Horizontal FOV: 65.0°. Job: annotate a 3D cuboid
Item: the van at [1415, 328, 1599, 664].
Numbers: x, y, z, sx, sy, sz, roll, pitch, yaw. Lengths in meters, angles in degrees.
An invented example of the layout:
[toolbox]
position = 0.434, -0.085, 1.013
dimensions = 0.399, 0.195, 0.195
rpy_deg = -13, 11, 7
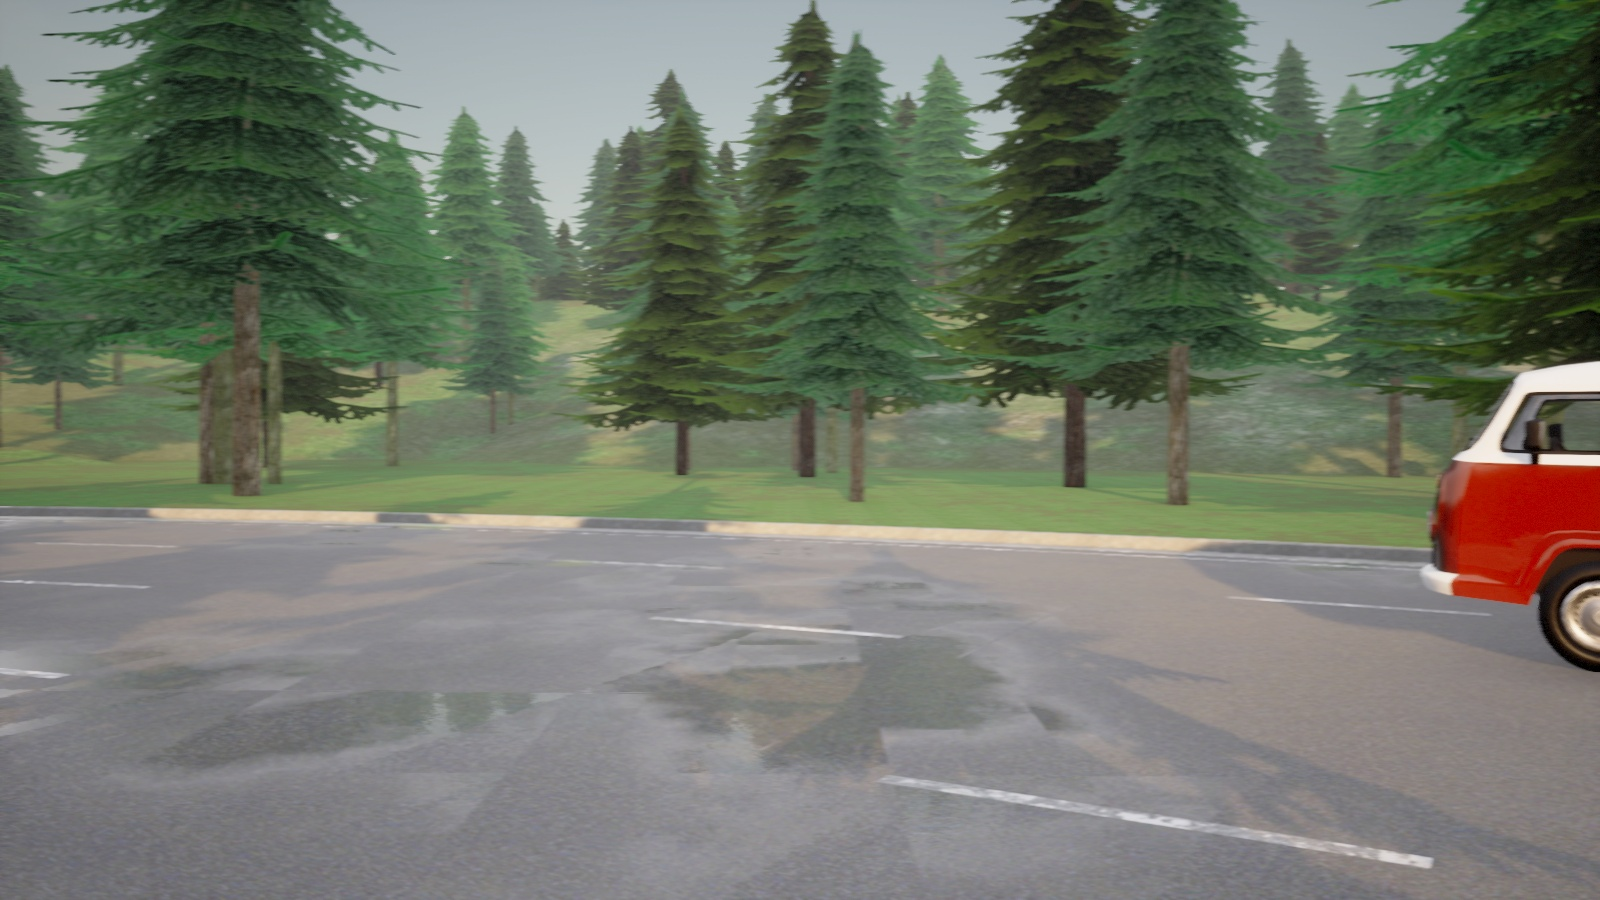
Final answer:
[van]
position = 6.453, 0.263, 7.784
dimensions = 4.480, 2.038, 2.069
rpy_deg = 0, 1, 34
